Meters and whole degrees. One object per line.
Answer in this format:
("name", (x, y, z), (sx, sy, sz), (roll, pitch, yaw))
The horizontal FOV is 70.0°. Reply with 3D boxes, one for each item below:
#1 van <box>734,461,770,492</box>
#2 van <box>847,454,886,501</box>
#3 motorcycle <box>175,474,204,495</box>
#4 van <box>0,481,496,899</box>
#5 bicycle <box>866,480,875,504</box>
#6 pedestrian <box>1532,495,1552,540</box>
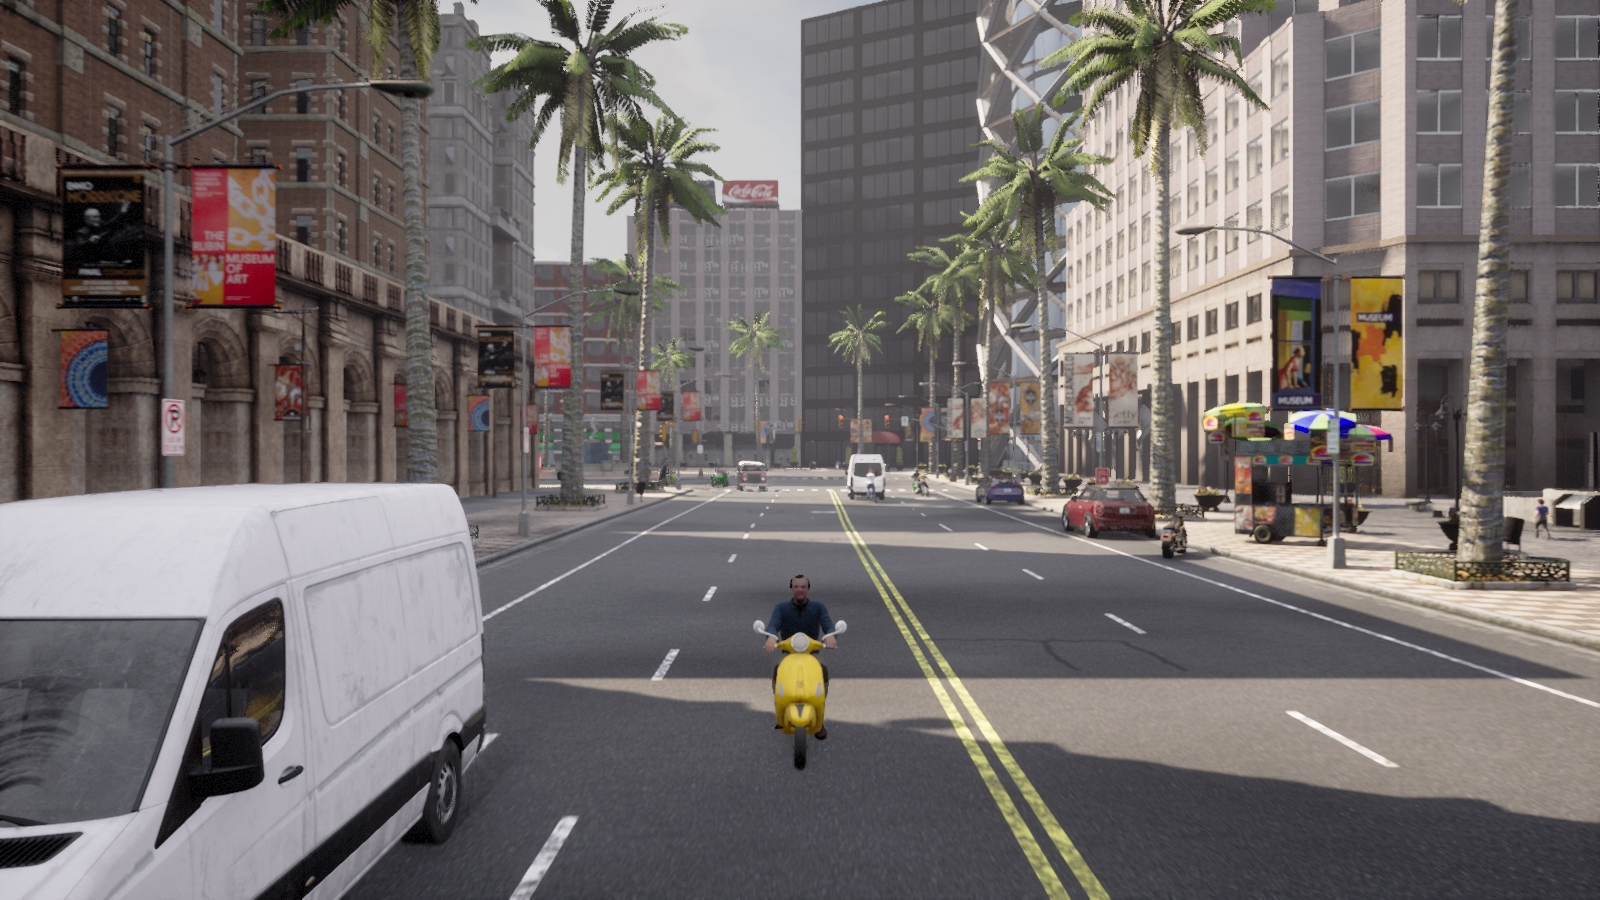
("van", (-3.280, 1.778, 77.516), (2.069, 2.038, 4.480), (0, 0, -6))
("van", (3.785, 1.531, 66.097), (1.988, 2.561, 5.915), (0, 0, 1))
("motorcycle", (-38.394, 2.178, 71.830), (0.856, 1.236, 1.805), (0, 0, 1))
("van", (-3.504, 1.534, 6.482), (1.988, 2.561, 5.915), (0, 0, 0))
("bicycle", (3.720, 2.202, 60.273), (0.373, 1.196, 1.643), (0, 0, 1))
("pedestrian", (21.978, 1.989, 33.847), (0.375, 1.300, 0.375), (0, 0, 9))
